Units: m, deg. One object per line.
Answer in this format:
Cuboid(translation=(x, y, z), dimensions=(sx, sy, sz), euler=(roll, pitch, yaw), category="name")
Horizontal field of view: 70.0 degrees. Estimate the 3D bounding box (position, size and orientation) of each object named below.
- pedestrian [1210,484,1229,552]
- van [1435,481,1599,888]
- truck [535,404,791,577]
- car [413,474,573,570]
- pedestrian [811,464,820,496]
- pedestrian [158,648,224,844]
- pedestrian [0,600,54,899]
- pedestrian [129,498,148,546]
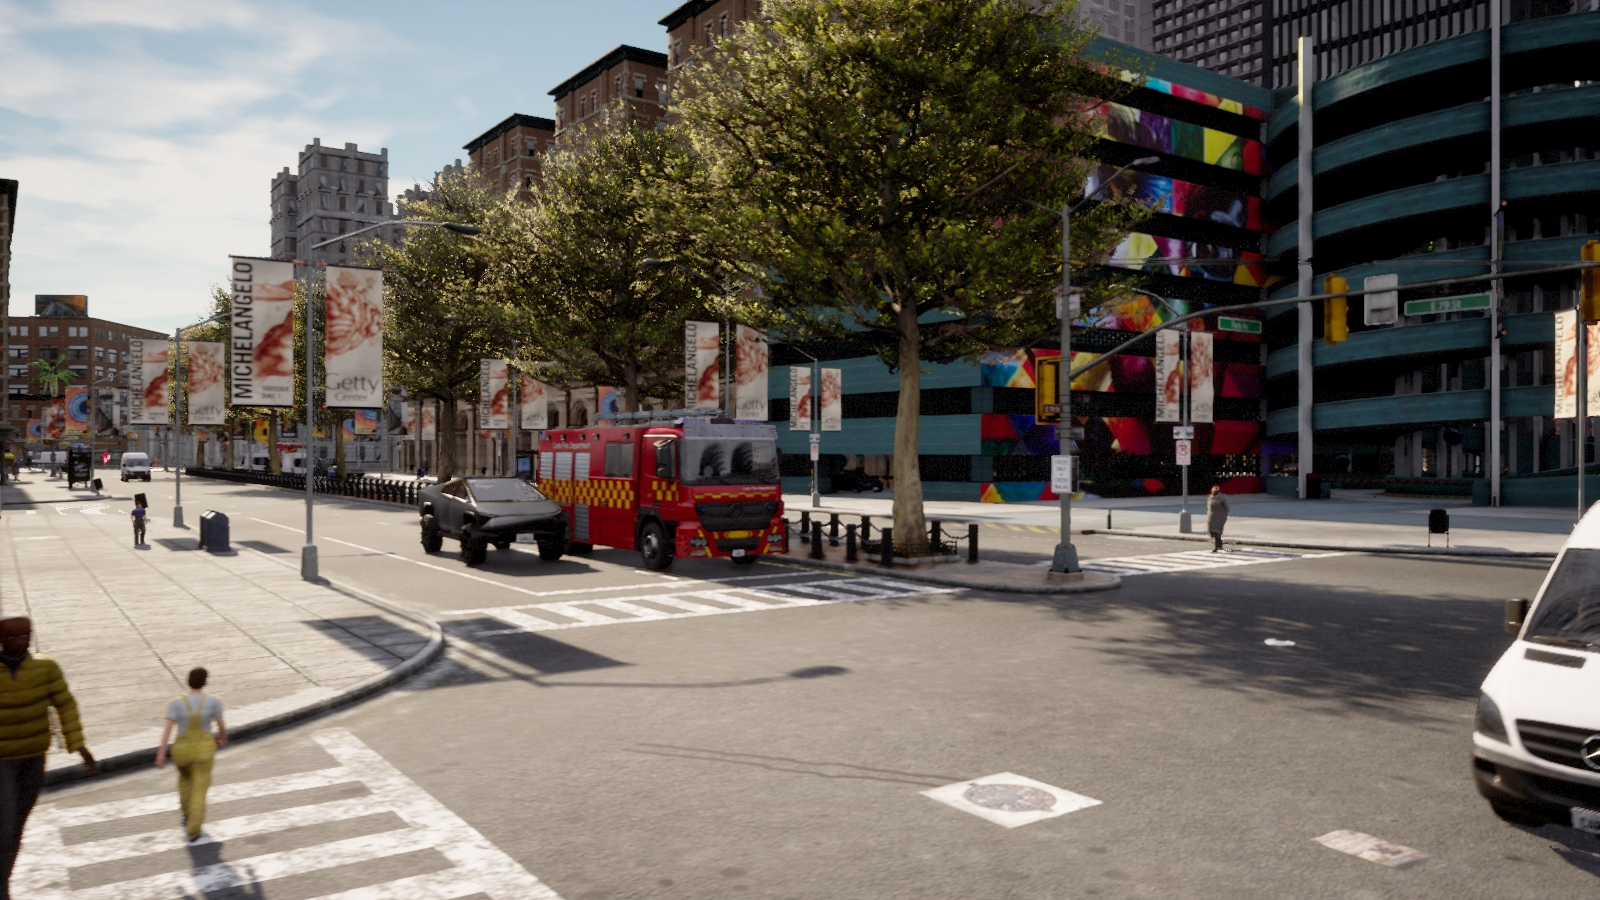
Cuboid(translation=(11.588, 1.871, 31.570), dimensions=(0.375, 1.860, 0.375), euler=(0, 0, -41), category="pedestrian")
Cuboid(translation=(7.546, 1.544, 9.076), dimensions=(5.915, 2.561, 1.988), euler=(0, 0, -35), category="van")
Cuboid(translation=(-3.843, 0.902, 29.543), dimensions=(2.891, 3.827, 8.468), euler=(0, 0, -35), category="truck")
Cuboid(translation=(-8.230, 1.762, 30.114), dimensions=(2.390, 2.098, 6.274), euler=(0, 0, -31), category="car")
Cuboid(translation=(0.891, 1.725, 65.573), dimensions=(0.375, 1.860, 0.375), euler=(0, 0, -35), category="pedestrian")
Cuboid(translation=(-4.412, 2.130, 8.294), dimensions=(0.375, 1.300, 0.375), euler=(0, 0, -20), category="pedestrian")
Cuboid(translation=(-4.666, 1.850, 6.735), dimensions=(0.375, 1.860, 0.375), euler=(0, 0, -45), category="pedestrian")
Cuboid(translation=(-18.308, 1.980, 31.637), dimensions=(0.375, 1.300, 0.375), euler=(0, 0, -44), category="pedestrian")
